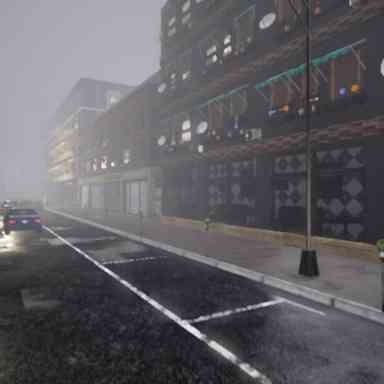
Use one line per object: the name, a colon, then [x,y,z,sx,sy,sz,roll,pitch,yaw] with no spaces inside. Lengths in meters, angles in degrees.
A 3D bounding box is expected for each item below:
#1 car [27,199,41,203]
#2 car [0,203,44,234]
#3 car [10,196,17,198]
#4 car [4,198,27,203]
car: [-18.415,1.582,38.981,1.752,1.417,4.829,0,0,-31]
car: [-9.909,1.577,19.391,2.033,1.411,5.357,0,0,-30]
car: [-35.524,1.644,67.954,2.008,1.369,4.403,0,0,-31]
car: [-18.283,1.597,33.594,2.033,1.411,5.357,0,0,-30]
